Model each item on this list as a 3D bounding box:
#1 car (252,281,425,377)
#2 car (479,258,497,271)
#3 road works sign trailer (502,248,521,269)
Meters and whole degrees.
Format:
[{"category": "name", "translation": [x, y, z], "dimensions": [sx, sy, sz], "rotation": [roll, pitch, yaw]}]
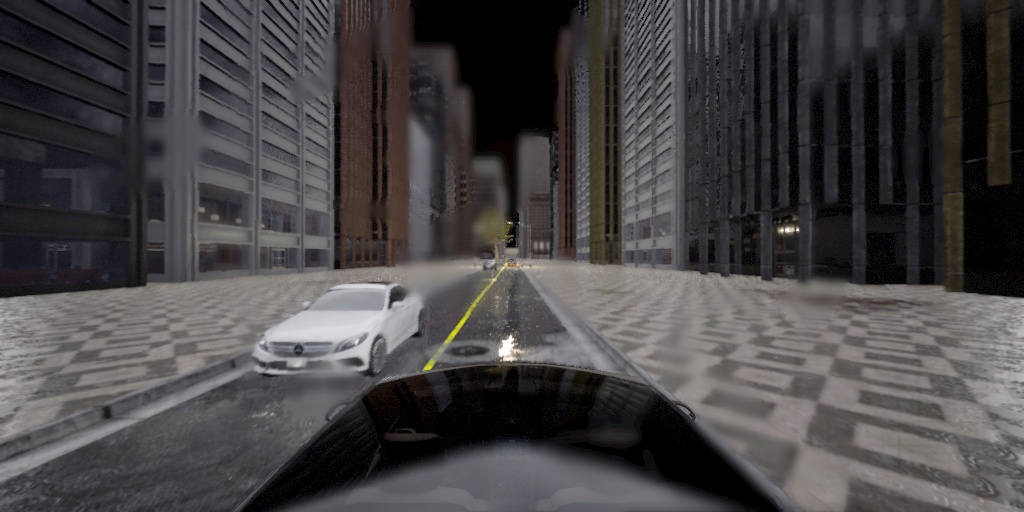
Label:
[{"category": "car", "translation": [-3.101, 1.277, 7.505], "dimensions": [1.812, 1.442, 4.674], "rotation": [0, 0, 0]}, {"category": "car", "translation": [-3.078, 1.306, 50.521], "dimensions": [2.128, 1.511, 4.902], "rotation": [0, 0, 0]}, {"category": "road works sign trailer", "translation": [-0.017, 0.298, 59.920], "dimensions": [2.380, 3.560, 2.880], "rotation": [0, 0, 0]}]
